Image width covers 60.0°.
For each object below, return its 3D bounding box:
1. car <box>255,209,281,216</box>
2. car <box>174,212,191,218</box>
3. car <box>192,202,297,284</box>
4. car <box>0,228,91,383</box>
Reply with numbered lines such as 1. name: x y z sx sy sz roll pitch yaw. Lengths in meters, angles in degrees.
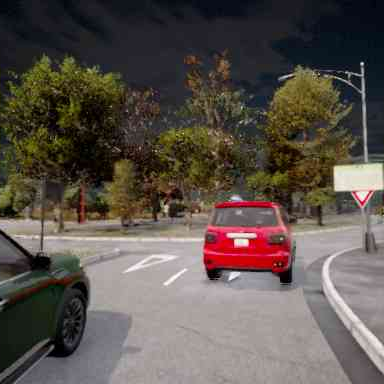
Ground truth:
1. car: 15.235 4.130 66.789 4.674 1.442 1.812 -3 -5 34
2. car: -3.572 6.727 93.715 4.892 1.521 2.231 0 -5 -11
3. car: 1.937 1.336 10.084 2.150 2.045 5.566 -1 -3 18
4. car: -2.805 1.234 2.978 2.150 2.045 5.566 0 0 4
